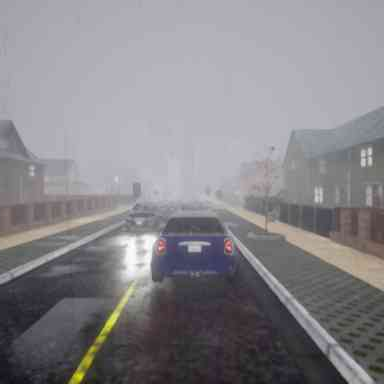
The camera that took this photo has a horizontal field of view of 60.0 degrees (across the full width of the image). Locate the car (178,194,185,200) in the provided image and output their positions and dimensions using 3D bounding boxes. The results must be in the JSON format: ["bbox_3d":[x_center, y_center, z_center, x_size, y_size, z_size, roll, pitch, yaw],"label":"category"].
[{"bbox_3d":[-2.871,1.291,89.650,2.033,1.411,5.357,0,0,0],"label":"car"}]

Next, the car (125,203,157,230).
[{"bbox_3d":[-2.871,1.428,20.622,2.128,1.511,4.902,0,0,0],"label":"car"}]

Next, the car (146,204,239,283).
[{"bbox_3d":[0.071,1.320,9.741,2.097,1.767,4.553,0,0,0],"label":"car"}]

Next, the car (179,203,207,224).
[{"bbox_3d":[0.051,1.525,24.806,1.895,1.301,4.718,0,0,0],"label":"car"}]
